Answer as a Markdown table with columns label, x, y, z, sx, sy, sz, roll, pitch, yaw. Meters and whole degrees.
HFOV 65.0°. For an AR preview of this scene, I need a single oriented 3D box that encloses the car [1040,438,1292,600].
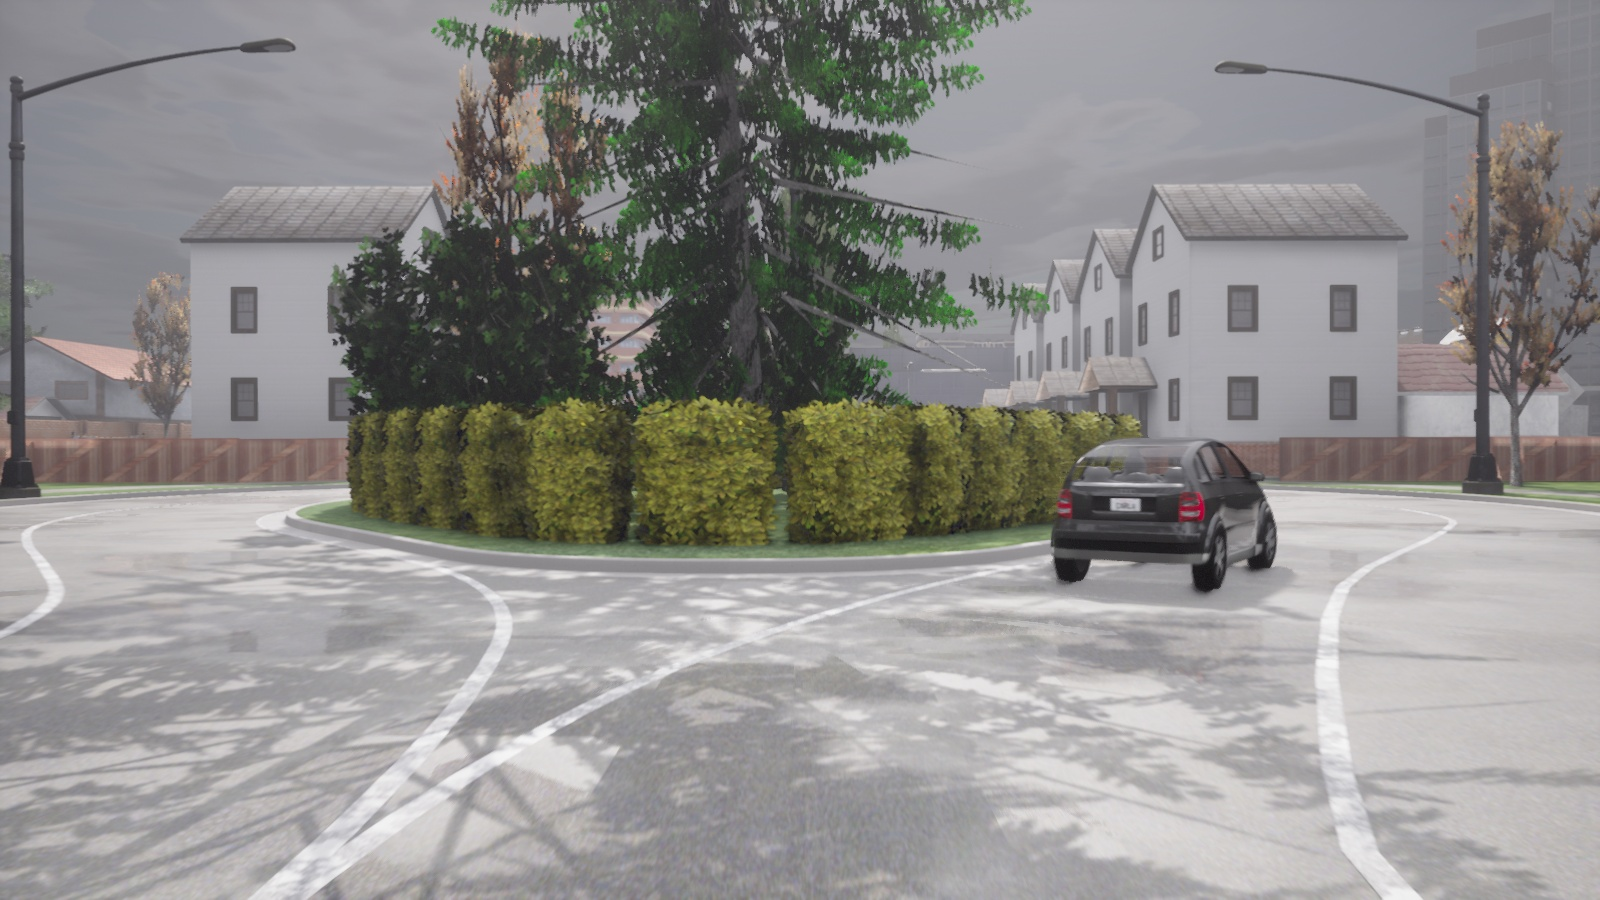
| label | x | y | z | sx | sy | sz | roll | pitch | yaw |
| --- | --- | --- | --- | --- | --- | --- | --- | --- | --- |
| car | 4.214 | 0.649 | 14.087 | 1.789 | 1.549 | 3.705 | 0 | 0 | 32 |
